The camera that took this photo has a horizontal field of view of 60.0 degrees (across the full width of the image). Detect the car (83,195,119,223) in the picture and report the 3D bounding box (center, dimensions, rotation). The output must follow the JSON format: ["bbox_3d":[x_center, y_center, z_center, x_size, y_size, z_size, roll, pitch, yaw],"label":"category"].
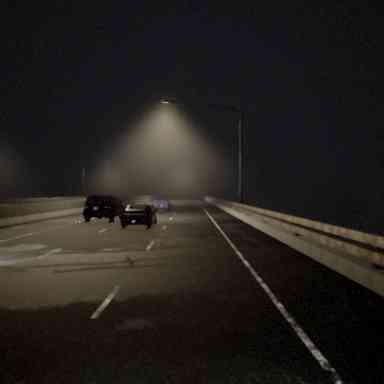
[{"bbox_3d":[-6.945,1.280,26.598,2.150,2.045,5.566,0,0,0],"label":"car"}]

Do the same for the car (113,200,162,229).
[{"bbox_3d":[-3.437,1.541,22.012,2.128,1.511,4.902,0,0,0],"label":"car"}]

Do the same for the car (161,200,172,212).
[{"bbox_3d":[-3.469,1.634,40.202,2.033,1.411,5.357,0,0,0],"label":"car"}]
